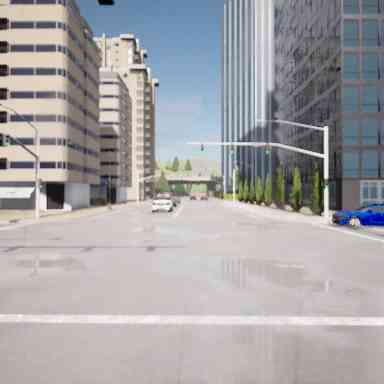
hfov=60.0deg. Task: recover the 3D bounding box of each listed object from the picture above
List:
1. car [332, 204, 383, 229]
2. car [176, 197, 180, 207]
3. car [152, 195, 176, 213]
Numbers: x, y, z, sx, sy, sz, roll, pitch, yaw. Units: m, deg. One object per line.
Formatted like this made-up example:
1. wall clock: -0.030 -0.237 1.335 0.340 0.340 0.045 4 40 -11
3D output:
1. car: 11.628 1.508 21.316 5.008 1.535 1.882 0 0 0
2. car: -3.436 1.678 53.403 1.882 1.535 5.008 0 0 0
3. car: -3.484 1.372 39.881 2.150 2.045 5.566 0 0 0
